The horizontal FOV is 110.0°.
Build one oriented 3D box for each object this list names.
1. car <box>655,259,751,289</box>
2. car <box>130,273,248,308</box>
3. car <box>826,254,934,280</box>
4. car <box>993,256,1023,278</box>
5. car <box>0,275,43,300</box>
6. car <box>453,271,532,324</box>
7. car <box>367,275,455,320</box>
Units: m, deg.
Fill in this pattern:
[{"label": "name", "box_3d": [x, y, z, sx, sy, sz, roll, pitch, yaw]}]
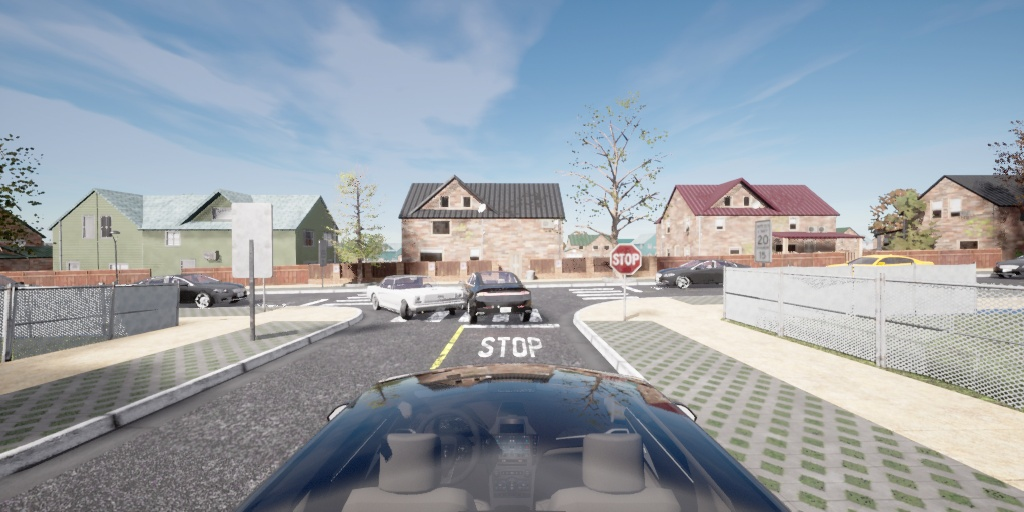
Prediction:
[{"label": "car", "box_3d": [10.342, 0.925, 19.453, 4.902, 1.511, 2.128, -1, 1, 0]}, {"label": "car", "box_3d": [-14.892, 1.566, 16.416, 4.902, 1.511, 2.128, -1, 1, 0]}, {"label": "car", "box_3d": [19.773, 0.690, 19.483, 5.008, 1.535, 1.882, -1, 1, 0]}, {"label": "car", "box_3d": [29.397, 0.477, 19.514, 4.902, 1.511, 2.128, -1, 1, 0]}, {"label": "car", "box_3d": [-24.230, 1.648, 16.382, 4.553, 1.767, 2.097, -1, 1, 0]}, {"label": "car", "box_3d": [-0.678, 1.242, 12.052, 2.128, 1.511, 4.902, 0, 0, -12]}, {"label": "car", "box_3d": [-3.595, 1.367, 12.913, 1.895, 1.301, 4.718, 0, 0, -38]}]
